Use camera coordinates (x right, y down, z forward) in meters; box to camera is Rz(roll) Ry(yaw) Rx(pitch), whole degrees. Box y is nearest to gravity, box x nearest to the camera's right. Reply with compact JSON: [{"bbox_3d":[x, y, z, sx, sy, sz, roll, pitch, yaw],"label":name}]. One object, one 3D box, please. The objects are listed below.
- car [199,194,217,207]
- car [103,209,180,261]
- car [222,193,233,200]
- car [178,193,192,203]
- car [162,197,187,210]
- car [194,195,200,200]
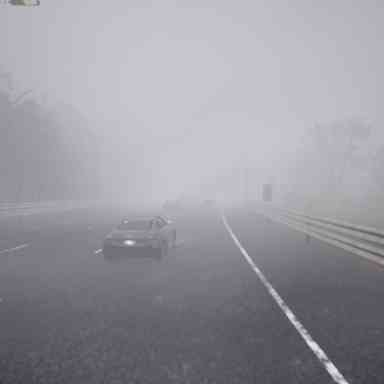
[{"bbox_3d":[2.631,1.501,50.364,1.812,1.442,4.674,0,0,8],"label":"car"},{"bbox_3d":[-1.763,1.553,12.380,1.994,1.385,4.181,0,0,5],"label":"car"},{"bbox_3d":[9.024,1.510,88.946,2.128,1.511,4.902,0,0,11],"label":"car"},{"bbox_3d":[-1.526,1.190,69.647,2.150,2.045,5.566,0,0,9],"label":"car"},{"bbox_3d":[-2.232,1.572,40.646,1.895,1.301,4.718,0,0,7],"label":"car"},{"bbox_3d":[1.725,1.500,88.032,1.812,1.442,4.674,0,0,11],"label":"car"}]
